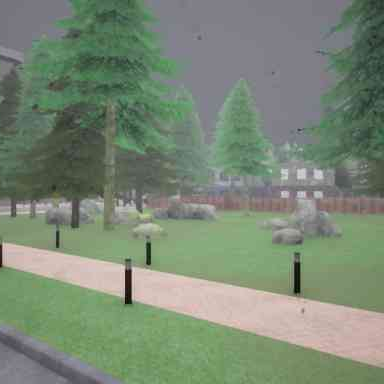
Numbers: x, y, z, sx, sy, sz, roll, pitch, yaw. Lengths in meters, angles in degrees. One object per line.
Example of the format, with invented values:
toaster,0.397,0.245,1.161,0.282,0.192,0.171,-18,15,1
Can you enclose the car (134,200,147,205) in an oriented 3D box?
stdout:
car,-8.411,1.525,60.609,1.882,1.535,5.008,0,0,37
